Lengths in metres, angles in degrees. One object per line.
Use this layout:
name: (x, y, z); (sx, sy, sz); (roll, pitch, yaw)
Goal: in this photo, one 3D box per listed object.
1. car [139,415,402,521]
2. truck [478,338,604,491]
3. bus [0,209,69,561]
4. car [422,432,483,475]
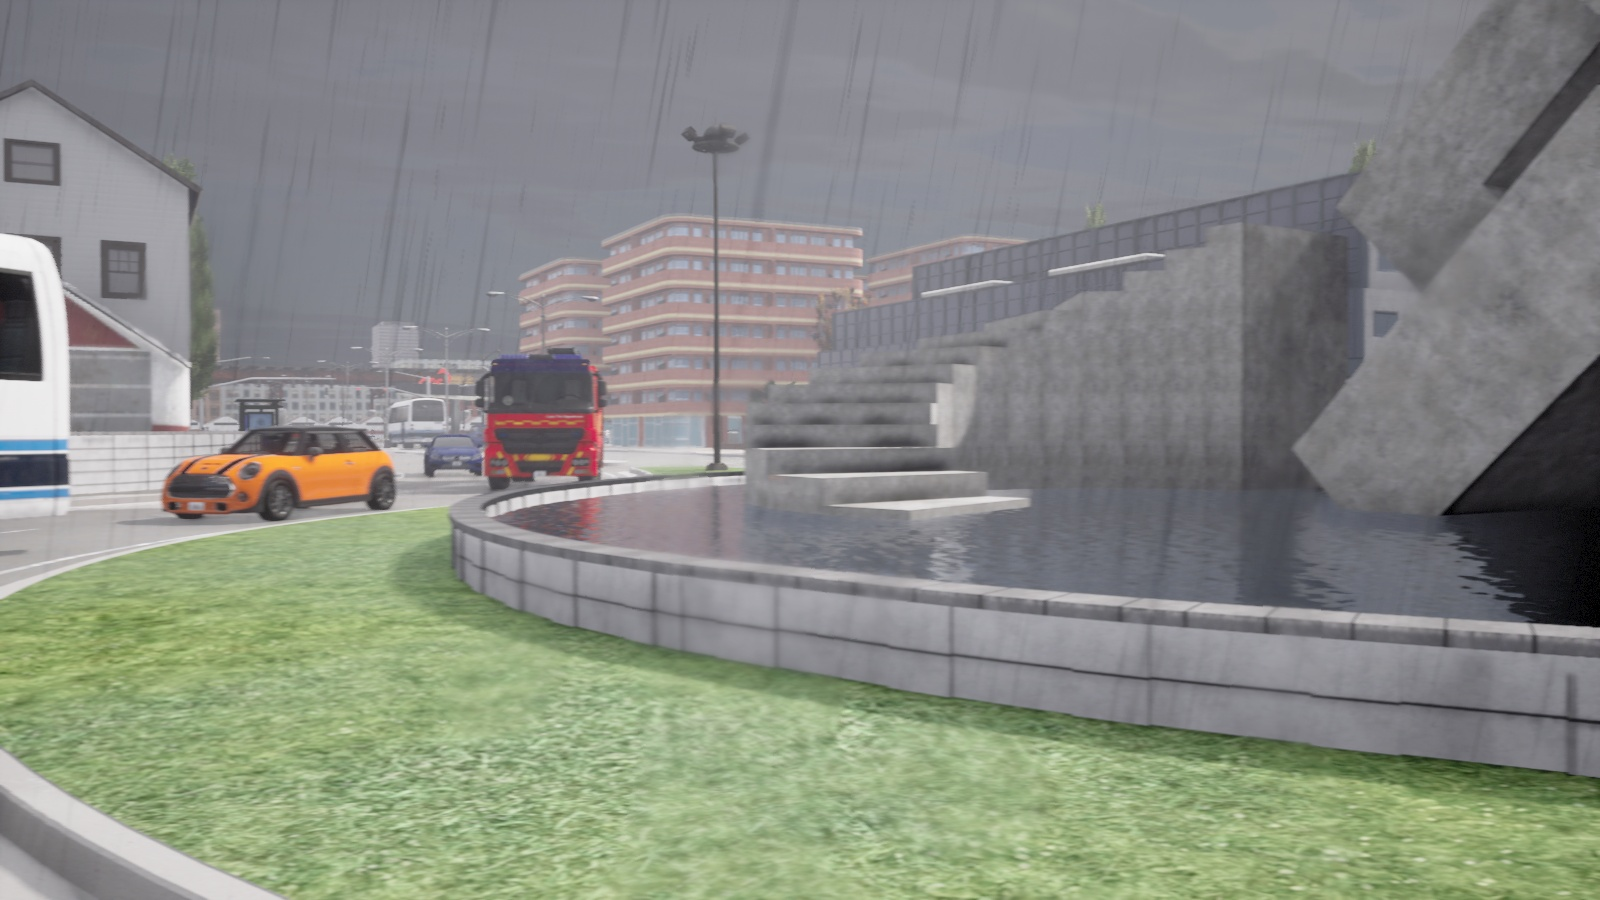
car: (-9.687, 0.265, 23.446); (2.097, 1.767, 4.553); (0, 1, 17)
truck: (-7.197, -0.954, 35.948); (2.891, 3.827, 8.468); (0, 1, -7)
bus: (-12.988, -0.791, 11.904); (3.944, 4.253, 10.273); (2, 1, 20)
car: (-12.351, 0.079, 44.411); (1.812, 1.442, 4.674); (0, 1, -19)
